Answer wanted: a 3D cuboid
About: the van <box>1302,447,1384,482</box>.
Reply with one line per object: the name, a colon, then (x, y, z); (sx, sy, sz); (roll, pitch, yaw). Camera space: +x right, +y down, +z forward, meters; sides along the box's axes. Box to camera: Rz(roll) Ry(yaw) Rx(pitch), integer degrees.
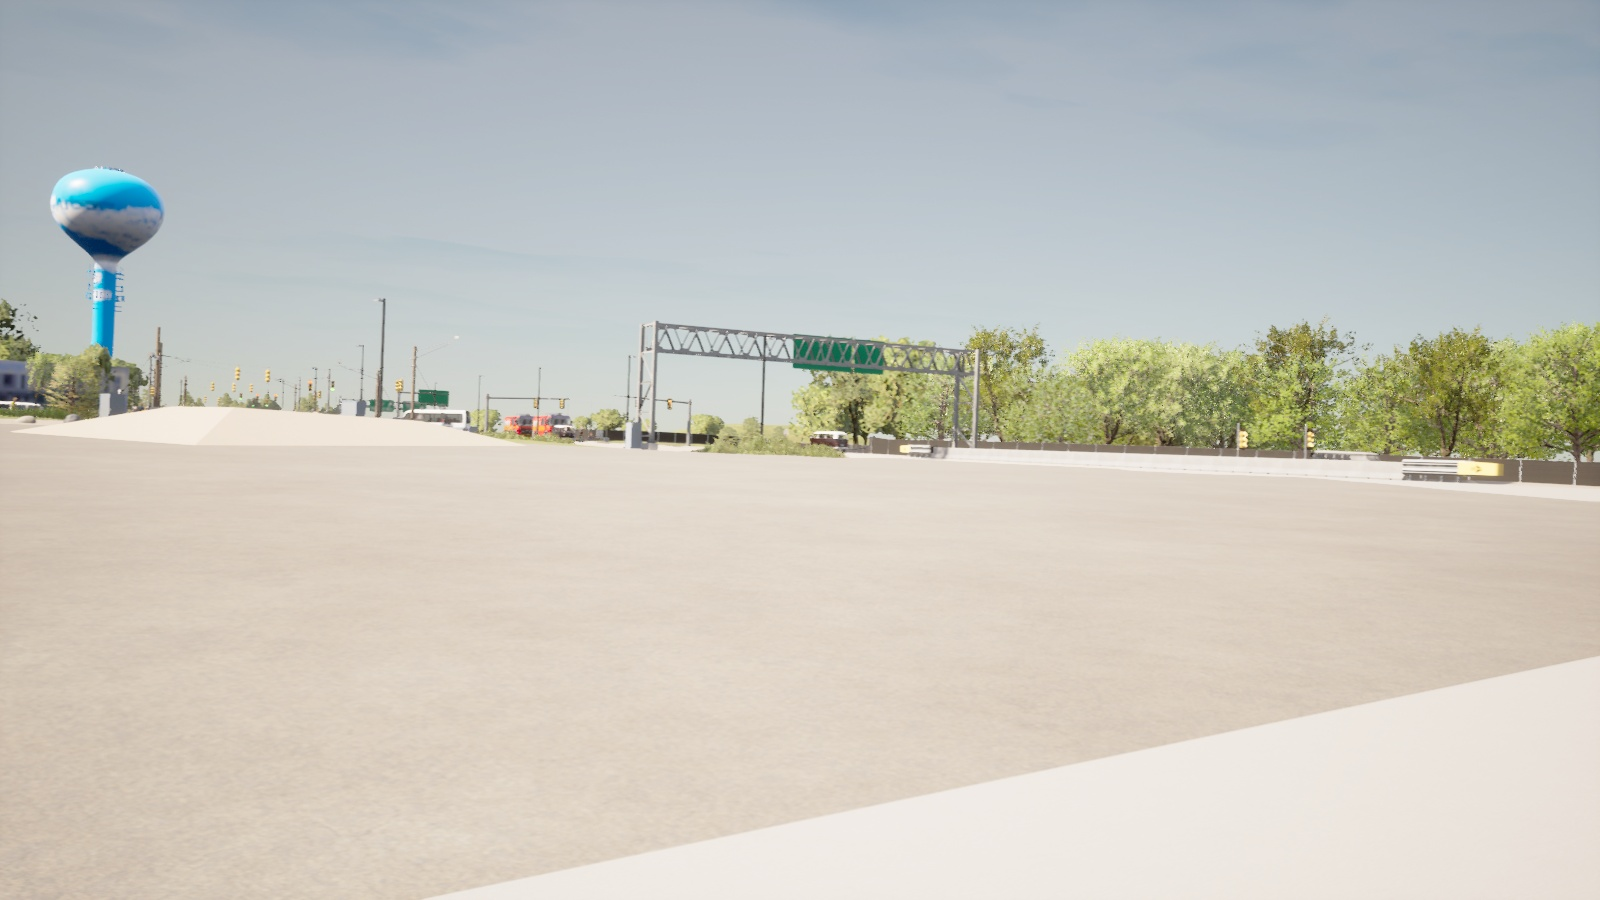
van: (34.570, 0.905, 80.086); (1.775, 1.987, 4.442); (2, 0, -35)
